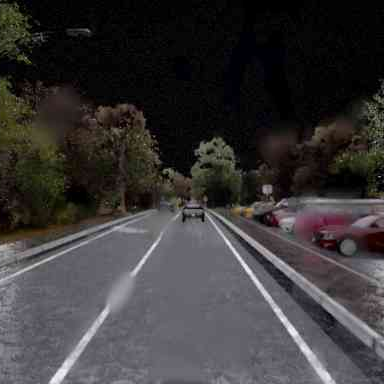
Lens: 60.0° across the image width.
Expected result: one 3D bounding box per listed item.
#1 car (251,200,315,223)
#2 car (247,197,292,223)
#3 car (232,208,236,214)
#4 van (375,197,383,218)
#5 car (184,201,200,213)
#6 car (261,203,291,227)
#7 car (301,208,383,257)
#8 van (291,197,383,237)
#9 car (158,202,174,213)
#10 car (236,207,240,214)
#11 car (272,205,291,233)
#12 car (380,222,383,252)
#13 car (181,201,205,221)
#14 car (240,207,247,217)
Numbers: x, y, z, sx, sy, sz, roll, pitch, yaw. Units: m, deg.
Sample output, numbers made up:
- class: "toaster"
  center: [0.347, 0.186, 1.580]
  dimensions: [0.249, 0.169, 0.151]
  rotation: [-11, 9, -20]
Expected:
- class: "car"
  center: [7.133, 1.500, 26.438]
  dimensions: [4.553, 1.767, 2.185]
  rotation: [0, 0, 0]
- class: "car"
  center: [7.070, 1.352, 23.667]
  dimensions: [5.566, 2.045, 2.435]
  rotation: [0, 0, 0]
- class: "car"
  center: [6.927, 1.726, 34.755]
  dimensions: [5.366, 1.575, 1.946]
  rotation: [0, -1, 0]
- class: "van"
  center: [20.306, 1.458, 31.868]
  dimensions: [4.442, 1.987, 1.878]
  rotation: [0, -1, 0]
- class: "car"
  center: [0.076, 2.028, 46.426]
  dimensions: [2.128, 1.511, 4.902]
  rotation: [0, -2, 1]
- class: "car"
  center: [7.124, 1.614, 20.889]
  dimensions: [4.792, 1.488, 2.163]
  rotation: [0, 0, 0]
- class: "car"
  center: [7.088, 1.526, 12.561]
  dimensions: [5.008, 1.535, 2.097]
  rotation: [0, 0, 0]
- class: "van"
  center: [7.203, 1.320, 15.339]
  dimensions: [4.442, 1.987, 1.878]
  rotation: [0, 0, 0]
- class: "car"
  center: [-3.309, 2.009, 43.607]
  dimensions: [2.033, 1.411, 5.357]
  rotation: [0, -1, 0]
- class: "car"
  center: [7.115, 1.688, 31.986]
  dimensions: [4.892, 1.521, 2.231]
  rotation: [0, -1, 0]
- class: "car"
  center: [7.093, 1.605, 18.113]
  dimensions: [4.674, 1.452, 2.002]
  rotation: [0, 0, 0]
- class: "car"
  center: [7.045, 1.518, 7.010]
  dimensions: [4.792, 1.488, 2.163]
  rotation: [0, 0, 0]
- class: "car"
  center: [0.115, 1.673, 28.864]
  dimensions: [2.128, 1.511, 4.902]
  rotation: [0, -1, 0]
- class: "car"
  center: [7.112, 1.652, 29.214]
  dimensions: [5.008, 1.535, 2.097]
  rotation: [0, -1, 0]
